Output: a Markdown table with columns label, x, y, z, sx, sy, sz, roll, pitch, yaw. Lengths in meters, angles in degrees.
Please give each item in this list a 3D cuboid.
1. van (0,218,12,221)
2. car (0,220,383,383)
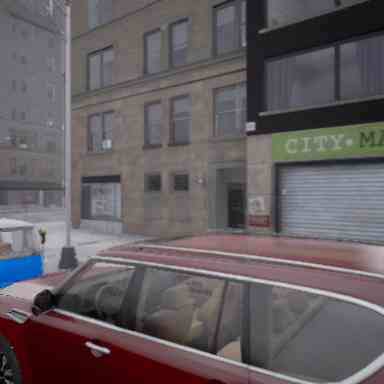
| label | x | y | z | sx | sy | sz | roll | pitch | yaw |
| --- | --- | --- | --- | --- | --- | --- | --- | --- | --- |
| van | -4.543 | 1.344 | 6.321 | 3.998 | 1.788 | 1.690 | 0 | 0 | 35 |
| car | -0.046 | 1.316 | 3.114 | 5.009 | 1.841 | 2.192 | 0 | 0 | 35 |
